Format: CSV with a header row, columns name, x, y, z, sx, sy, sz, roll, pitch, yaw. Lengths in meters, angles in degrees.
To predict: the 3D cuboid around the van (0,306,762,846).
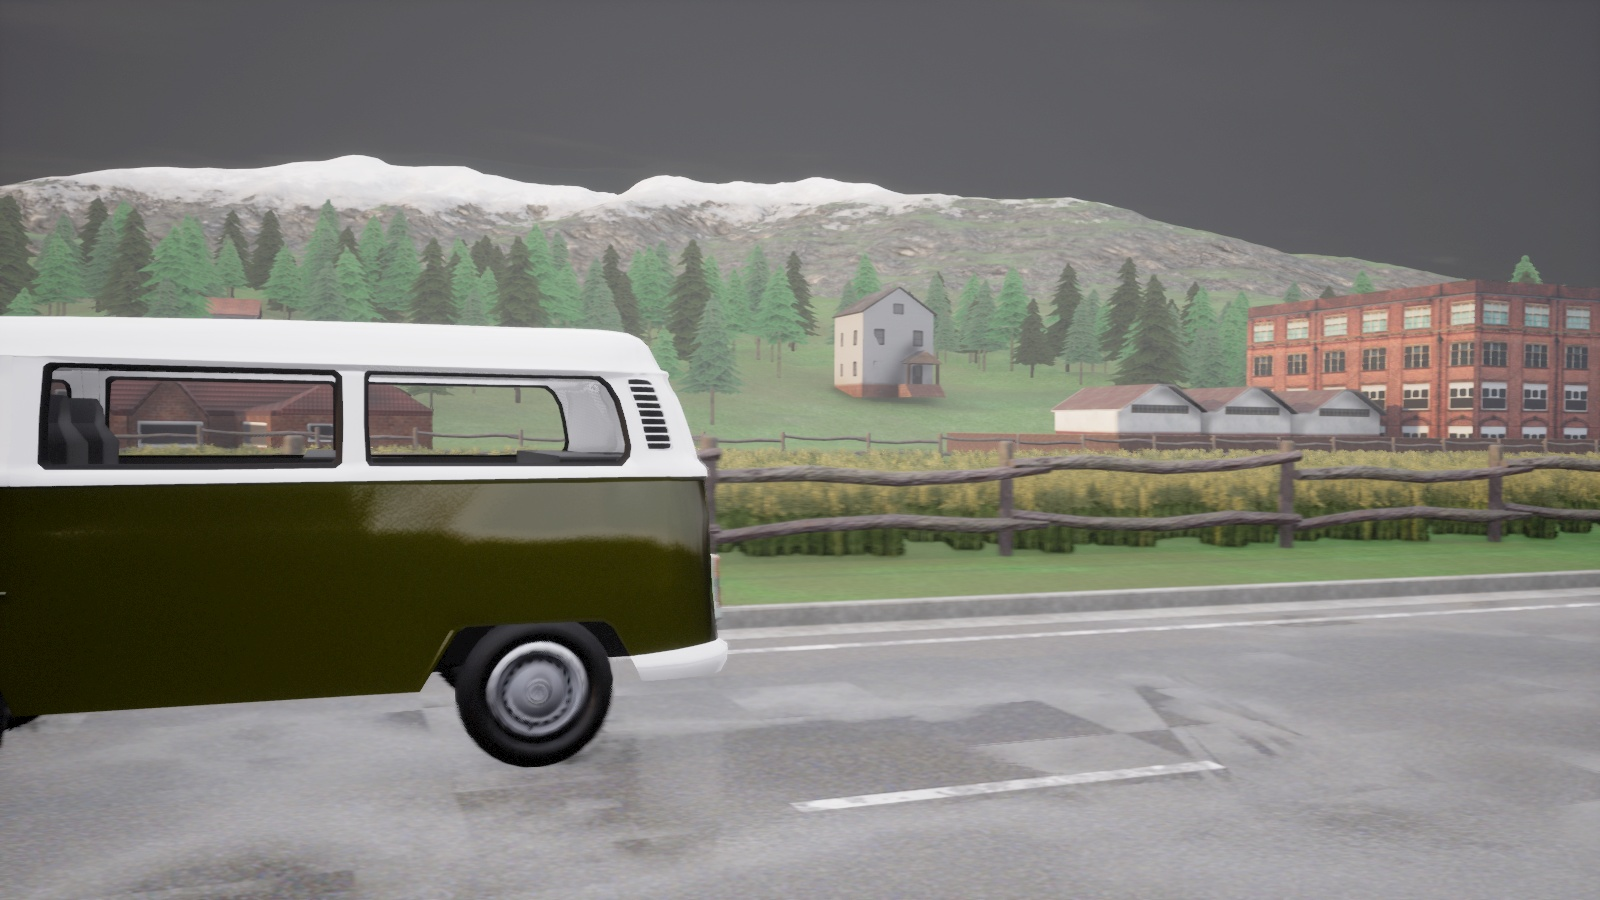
name,x,y,z,sx,sy,sz,roll,pitch,yaw
van,-2.650,0.453,5.973,4.480,2.038,2.069,-1,1,-21
